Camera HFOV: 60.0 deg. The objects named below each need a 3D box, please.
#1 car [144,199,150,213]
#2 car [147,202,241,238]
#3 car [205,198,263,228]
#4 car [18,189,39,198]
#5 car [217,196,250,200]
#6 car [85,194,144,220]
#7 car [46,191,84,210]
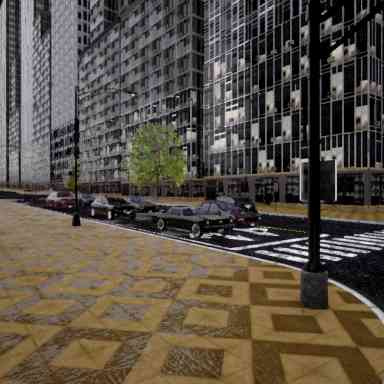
[{"bbox_3d":[-4.813,1.098,27.898,2.033,1.411,5.357,0,1,-37],"label":"car"},{"bbox_3d":[-0.065,1.372,16.587,1.895,1.301,4.718,0,1,-38],"label":"car"},{"bbox_3d":[1.659,1.289,19.706,2.033,1.411,5.357,0,1,-36],"label":"car"},{"bbox_3d":[-22.052,0.310,44.804,1.882,1.535,5.008,0,1,-38],"label":"car"},{"bbox_3d":[2.491,1.034,24.177,2.097,1.767,4.553,0,1,-38],"label":"car"},{"bbox_3d":[-5.654,1.110,23.698,1.837,1.490,4.892,0,1,-38],"label":"car"},{"bbox_3d":[-12.685,0.748,32.674,2.097,1.767,4.553,0,1,-38],"label":"car"}]
